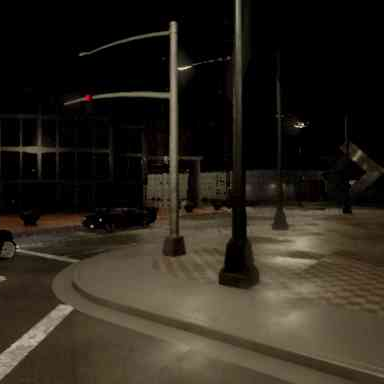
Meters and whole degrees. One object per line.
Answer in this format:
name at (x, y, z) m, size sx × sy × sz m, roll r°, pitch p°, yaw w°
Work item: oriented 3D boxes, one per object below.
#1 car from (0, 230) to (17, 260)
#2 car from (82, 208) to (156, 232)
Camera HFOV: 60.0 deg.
car at (-7.023, 1.530, 9.583) m, size 1.882 × 1.535 × 5.008 m, roll -2°, pitch 0°, yaw -4°
car at (-4.483, 1.666, 20.908) m, size 1.895 × 1.301 × 4.718 m, roll 0°, pitch 0°, yaw 36°
